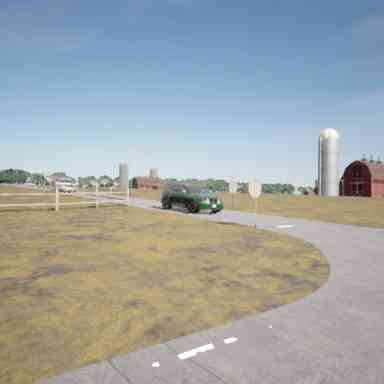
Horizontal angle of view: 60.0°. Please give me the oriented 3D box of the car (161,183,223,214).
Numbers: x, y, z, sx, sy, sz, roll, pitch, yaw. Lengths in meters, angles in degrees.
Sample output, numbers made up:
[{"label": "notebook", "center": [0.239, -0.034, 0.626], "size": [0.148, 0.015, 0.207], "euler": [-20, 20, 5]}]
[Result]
[{"label": "car", "center": [-0.144, 0.421, 23.848], "size": [2.150, 2.045, 5.566], "euler": [2, 2, -36]}]

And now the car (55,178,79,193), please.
[{"label": "car", "center": [-18.658, -0.978, 49.452], "size": [2.150, 2.045, 5.566], "euler": [2, 2, -36]}]
